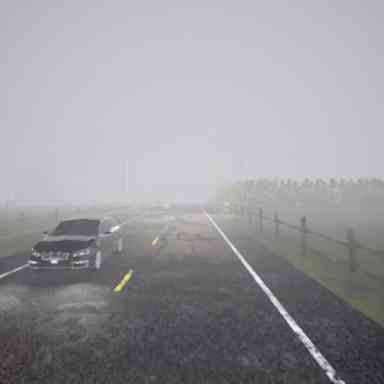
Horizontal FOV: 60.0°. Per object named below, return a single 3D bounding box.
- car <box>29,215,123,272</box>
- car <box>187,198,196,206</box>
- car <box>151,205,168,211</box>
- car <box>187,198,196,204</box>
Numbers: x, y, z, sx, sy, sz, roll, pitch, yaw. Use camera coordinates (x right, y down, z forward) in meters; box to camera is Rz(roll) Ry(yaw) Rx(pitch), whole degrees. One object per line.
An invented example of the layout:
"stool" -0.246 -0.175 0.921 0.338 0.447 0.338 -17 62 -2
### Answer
"car" -3.604 1.593 11.163 1.837 1.490 4.892 0 0 0
"car" -0.084 2.125 66.249 1.895 1.301 4.718 0 -1 0
"car" -3.547 1.597 36.980 1.895 1.301 4.718 0 0 0
"car" -0.098 2.062 76.225 2.033 1.411 5.357 0 -1 0
